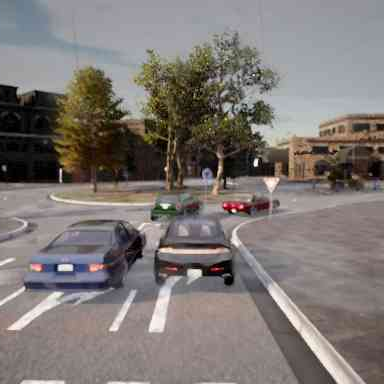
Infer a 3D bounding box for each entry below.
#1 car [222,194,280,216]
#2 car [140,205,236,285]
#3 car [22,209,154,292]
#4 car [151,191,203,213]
[{"bbox_3d":[4.193,0.779,22.923,1.895,1.301,4.718,5,7,43],"label":"car"},{"bbox_3d":[0.083,1.379,9.209,2.128,1.511,4.902,0,1,1],"label":"car"},{"bbox_3d":[-2.429,1.442,8.902,2.033,1.411,5.357,0,1,0],"label":"car"},{"bbox_3d":[-0.827,0.698,20.949,2.097,1.767,4.553,2,5,19],"label":"car"}]
